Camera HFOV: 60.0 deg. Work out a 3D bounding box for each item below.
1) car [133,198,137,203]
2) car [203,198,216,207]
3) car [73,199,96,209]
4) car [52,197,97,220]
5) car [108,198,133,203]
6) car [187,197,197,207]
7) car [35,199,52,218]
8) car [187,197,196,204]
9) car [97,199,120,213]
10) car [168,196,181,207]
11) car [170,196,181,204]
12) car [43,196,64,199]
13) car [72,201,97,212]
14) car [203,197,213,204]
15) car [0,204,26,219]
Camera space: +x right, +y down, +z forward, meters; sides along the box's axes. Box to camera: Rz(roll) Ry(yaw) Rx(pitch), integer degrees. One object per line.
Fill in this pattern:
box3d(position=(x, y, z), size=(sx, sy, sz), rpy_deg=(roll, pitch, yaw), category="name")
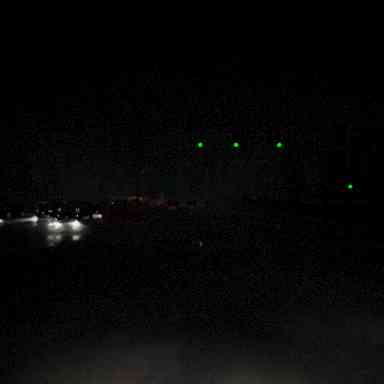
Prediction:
box3d(position=(-10.529, 1.964, 61.442), size=(1.837, 1.490, 4.892), rpy_deg=(0, -1, 1), category="car")
box3d(position=(3.488, 2.012, 62.237), size=(2.033, 1.411, 5.357), rpy_deg=(0, 0, 0), category="car")
box3d(position=(-17.558, 1.956, 54.599), size=(2.033, 1.411, 5.357), rpy_deg=(0, 0, 0), category="car")
box3d(position=(-10.597, 1.580, 30.393), size=(2.097, 1.767, 4.553), rpy_deg=(0, 0, 0), category="car")
box3d(position=(-10.590, 1.723, 49.673), size=(2.097, 1.767, 4.553), rpy_deg=(0, 0, 0), category="car")
box3d(position=(-0.012, 1.969, 62.237), size=(1.837, 1.490, 4.892), rpy_deg=(0, 0, 0), category="car")
box3d(position=(-14.090, 1.759, 33.924), size=(1.837, 1.490, 4.892), rpy_deg=(0, 0, 0), category="car")
box3d(position=(-0.014, 1.852, 72.658), size=(1.882, 1.535, 5.008), rpy_deg=(0, 0, 0), category="car")
box3d(position=(-10.599, 1.846, 39.863), size=(2.033, 1.411, 5.357), rpy_deg=(0, 0, 0), category="car")
box3d(position=(-3.512, 1.969, 62.236), size=(1.837, 1.490, 4.892), rpy_deg=(0, 0, 0), category="car")
box3d(position=(-3.514, 1.729, 72.628), size=(2.097, 1.767, 4.553), rpy_deg=(0, 0, 0), category="car")
box3d(position=(-17.587, 1.535, 41.846), size=(2.150, 2.045, 5.566), rpy_deg=(0, 0, 1), category="car")
box3d(position=(-14.090, 1.892, 43.791), size=(1.994, 1.385, 4.181), rpy_deg=(0, 0, 0), category="car")
box3d(position=(3.486, 1.914, 72.658), size=(2.033, 1.411, 5.357), rpy_deg=(0, 0, 0), category="car")
box3d(position=(-17.595, 1.801, 31.545), size=(1.994, 1.385, 4.181), rpy_deg=(0, 0, 0), category="car")
